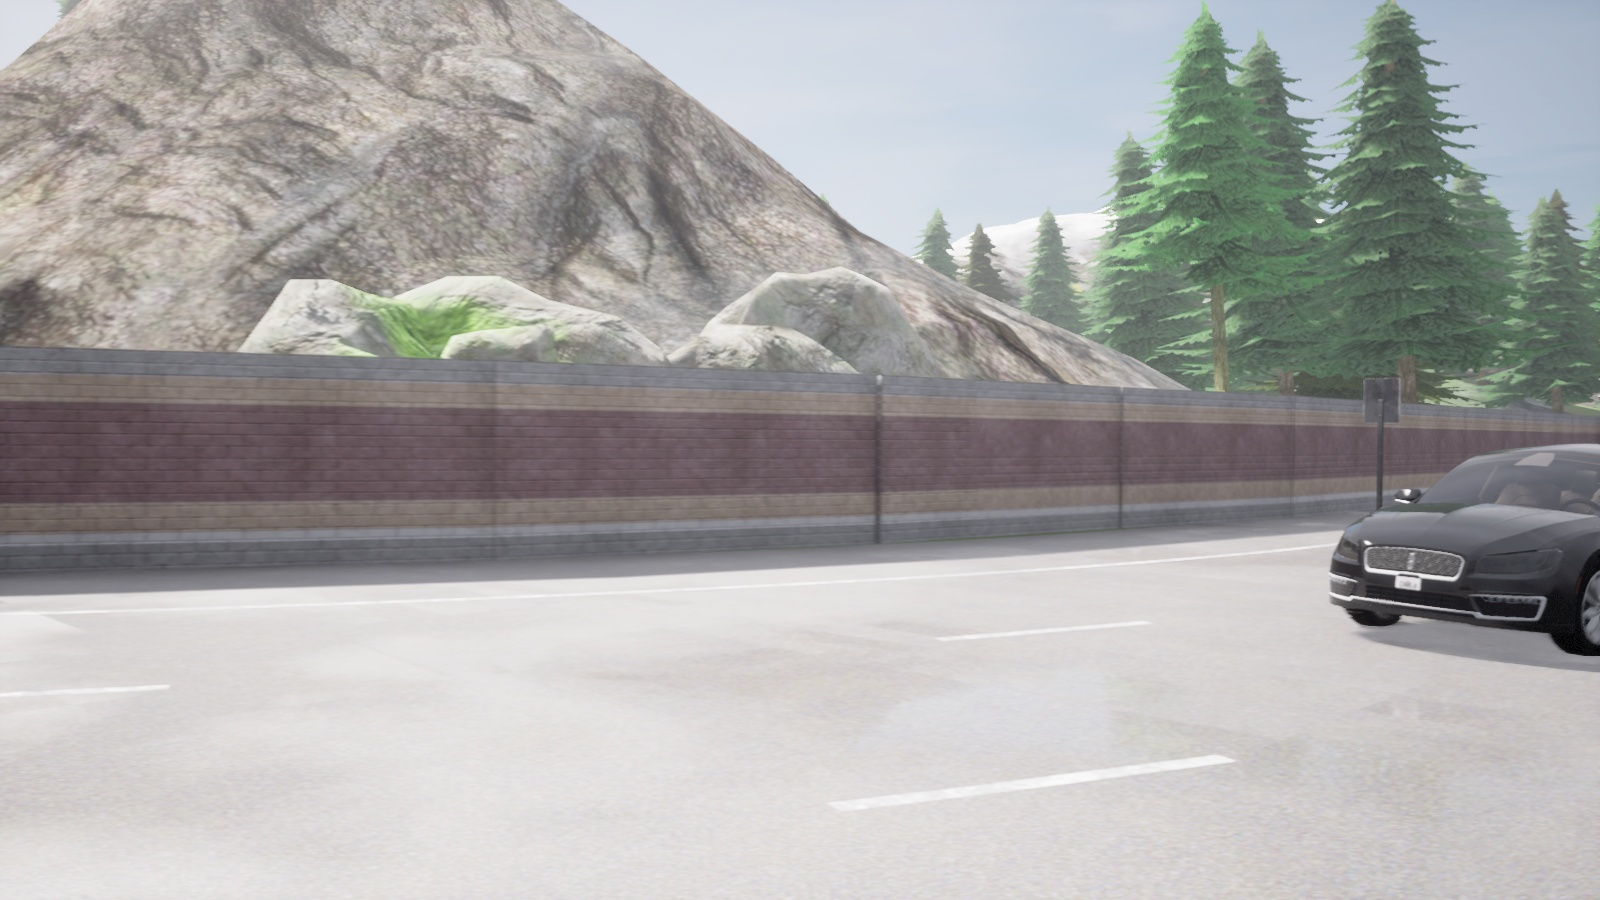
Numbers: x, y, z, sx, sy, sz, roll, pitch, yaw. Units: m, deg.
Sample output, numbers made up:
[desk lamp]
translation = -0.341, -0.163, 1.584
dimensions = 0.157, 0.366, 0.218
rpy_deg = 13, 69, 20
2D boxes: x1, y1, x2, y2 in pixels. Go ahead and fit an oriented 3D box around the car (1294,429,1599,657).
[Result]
[car]
translation = 6.431, 0.586, 10.561
dimensions = 4.892, 1.490, 1.837
rpy_deg = -1, 2, -35
